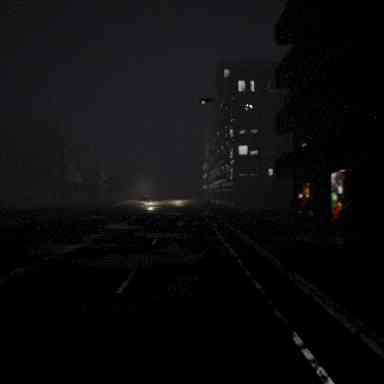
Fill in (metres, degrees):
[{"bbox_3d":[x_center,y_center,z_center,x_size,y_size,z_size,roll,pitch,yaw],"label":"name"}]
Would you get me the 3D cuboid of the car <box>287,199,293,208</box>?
[{"bbox_3d":[13.689,1.277,38.812,4.892,1.490,1.837,-1,0,14],"label":"car"}]
